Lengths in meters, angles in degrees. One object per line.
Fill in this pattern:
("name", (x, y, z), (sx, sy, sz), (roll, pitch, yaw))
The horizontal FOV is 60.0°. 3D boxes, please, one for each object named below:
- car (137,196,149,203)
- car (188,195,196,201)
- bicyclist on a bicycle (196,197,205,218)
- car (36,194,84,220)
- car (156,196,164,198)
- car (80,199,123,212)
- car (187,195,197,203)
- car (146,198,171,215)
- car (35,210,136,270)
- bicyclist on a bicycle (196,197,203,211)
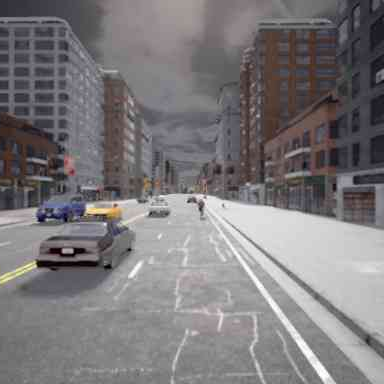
("car", (-9.764, 1.496, 66.708), (1.837, 1.490, 4.892), (0, 0, 0))
("car", (-0.015, 1.543, 82.777), (2.033, 1.411, 5.357), (0, 0, 0))
("bicyclist on a bicycle", (0.886, 1.451, 28.860), (0.582, 1.620, 1.656), (0, 0, 0))
("car", (-9.844, 1.218, 25.629), (2.150, 2.045, 5.566), (0, 0, 0))
("car", (-6.515, 1.511, 66.721), (2.128, 1.511, 4.902), (0, 0, 0))
("car", (-6.594, 1.475, 25.381), (1.882, 1.535, 5.008), (0, 0, 0))
("car", (-0.007, 1.525, 68.975), (1.812, 1.442, 4.674), (0, 0, 0))
("car", (-3.158, 1.598, 33.420), (1.895, 1.301, 4.718), (0, 0, 0))
("car", (-3.154, 1.546, 10.948), (2.033, 1.411, 5.357), (0, 0, 0))
("bicyclist on a bicycle", (0.896, 1.435, 39.674), (0.866, 1.612, 1.509), (0, 0, 0))
